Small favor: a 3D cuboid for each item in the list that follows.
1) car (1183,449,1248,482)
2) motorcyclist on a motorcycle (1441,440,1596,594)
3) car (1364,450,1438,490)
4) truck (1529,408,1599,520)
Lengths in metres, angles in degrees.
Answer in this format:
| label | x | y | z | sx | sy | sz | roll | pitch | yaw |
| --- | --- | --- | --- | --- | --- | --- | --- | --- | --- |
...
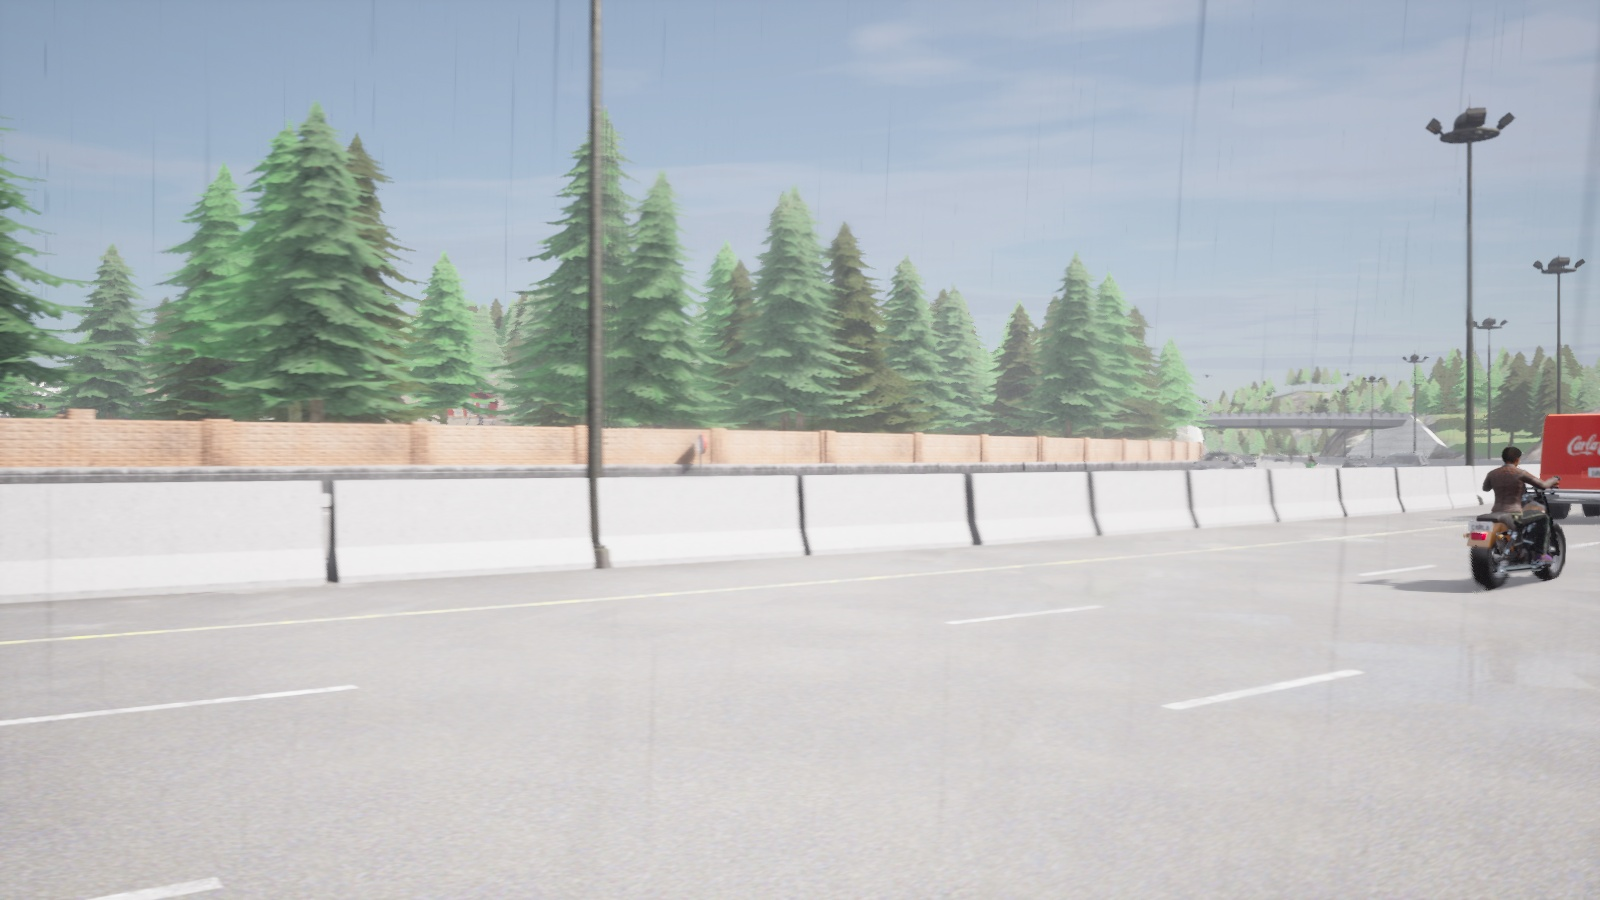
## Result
| label | x | y | z | sx | sy | sz | roll | pitch | yaw |
| --- | --- | --- | --- | --- | --- | --- | --- | --- | --- |
| car | 22.275 | 0.797 | 67.239 | 2.242 | 1.667 | 4.611 | 0 | 0 | 32 |
| motorcyclist on a motorcycle | 8.321 | 0.729 | 14.495 | 2.350 | 1.649 | 0.766 | 0 | -1 | -40 |
| car | 25.669 | 0.815 | 53.542 | 2.033 | 1.649 | 4.856 | 0 | 0 | 36 |
| truck | 19.400 | 0.320 | 29.640 | 2.627 | 2.467 | 5.204 | 0 | 0 | 44 |
